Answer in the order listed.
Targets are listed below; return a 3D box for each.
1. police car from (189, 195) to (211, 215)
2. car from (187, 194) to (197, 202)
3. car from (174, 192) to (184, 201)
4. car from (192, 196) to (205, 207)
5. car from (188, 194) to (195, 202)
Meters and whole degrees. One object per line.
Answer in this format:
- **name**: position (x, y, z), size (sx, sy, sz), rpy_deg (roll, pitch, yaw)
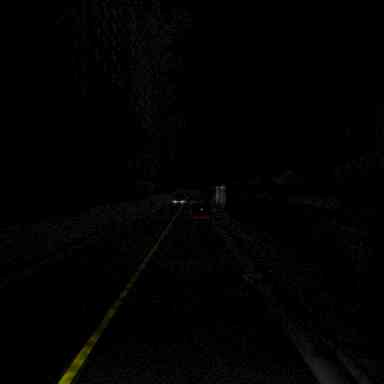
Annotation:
- **police car**: position (0.900, 1.391, 33.328), size (1.930, 1.638, 5.238), rpy_deg (0, 0, 0)
- **car**: position (0.001, 1.200, 70.204), size (2.128, 1.511, 4.902), rpy_deg (0, 0, 0)
- **car**: position (-3.000, 0.953, 76.705), size (2.150, 2.045, 5.566), rpy_deg (0, 1, 0)
- **car**: position (0.900, 1.422, 49.218), size (1.837, 1.490, 4.892), rpy_deg (0, 0, 0)
- **car**: position (0.899, 1.285, 43.188), size (2.097, 1.767, 4.553), rpy_deg (0, 0, 0)
